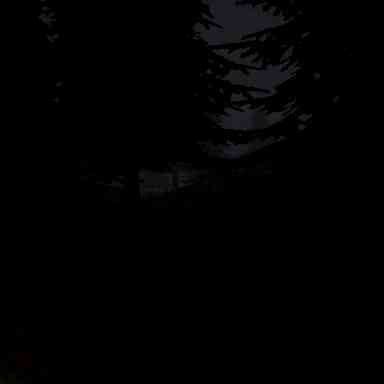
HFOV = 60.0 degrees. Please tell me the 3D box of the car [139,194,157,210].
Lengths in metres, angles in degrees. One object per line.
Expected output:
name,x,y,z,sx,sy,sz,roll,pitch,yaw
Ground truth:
car,-6.492,1.206,39.279,2.150,2.045,5.566,0,0,37
